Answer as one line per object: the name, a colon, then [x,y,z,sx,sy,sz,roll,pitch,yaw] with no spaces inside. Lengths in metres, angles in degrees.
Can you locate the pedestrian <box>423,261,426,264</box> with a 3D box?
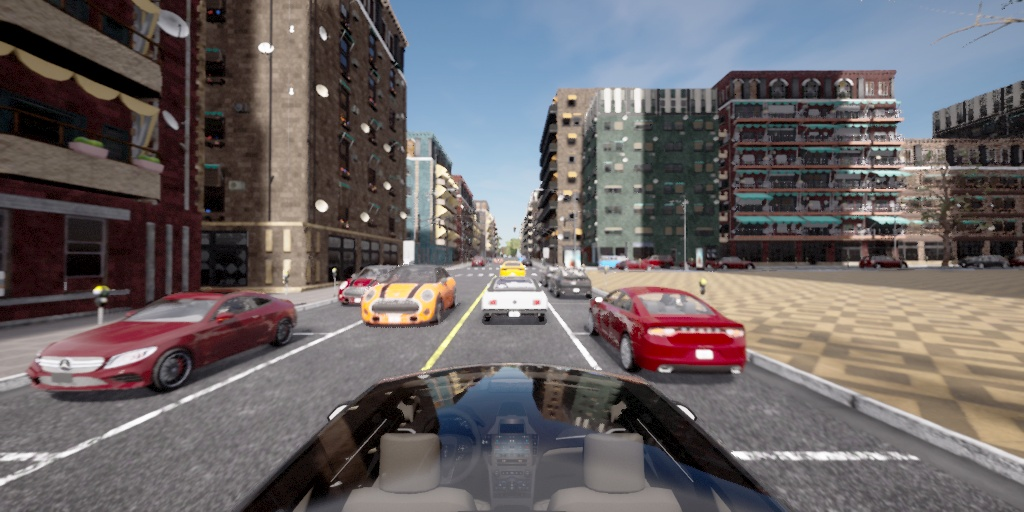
pedestrian: [-12.587,0.950,51.546,0.375,1.860,0.375,0,0,0]

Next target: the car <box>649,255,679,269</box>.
car: [19.244,0.833,48.396,5.009,1.841,2.192,0,0,0]

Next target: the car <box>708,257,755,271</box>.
car: [24.719,0.816,39.982,4.097,1.591,1.967,0,0,0]

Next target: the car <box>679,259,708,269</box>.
car: [24.771,1.020,48.362,4.507,1.381,1.888,0,0,0]

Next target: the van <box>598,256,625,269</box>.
van: [13.716,0.902,48.429,3.998,1.789,1.690,0,0,0]

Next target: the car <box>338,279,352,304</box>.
car: [-5.835,1.152,15.594,1.967,1.591,4.097,0,0,0]

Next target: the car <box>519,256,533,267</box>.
car: [2.621,1.153,61.602,1.948,1.339,4.313,0,0,0]

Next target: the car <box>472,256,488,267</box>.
car: [-5.759,0.903,61.632,2.192,1.841,5.009,0,0,0]

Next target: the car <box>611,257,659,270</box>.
car: [13.664,1.045,40.048,4.207,1.307,1.802,0,0,0]

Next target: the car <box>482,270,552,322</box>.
car: [0.081,1.321,12.207,1.895,1.301,4.718,0,0,0]

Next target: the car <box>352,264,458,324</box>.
car: [-3.108,1.074,11.725,2.097,1.767,4.553,0,0,0]

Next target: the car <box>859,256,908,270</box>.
car: [41.300,0.689,39.882,4.097,1.591,1.967,0,0,0]

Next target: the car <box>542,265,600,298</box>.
car: [2.803,1.255,17.840,2.007,1.370,4.403,0,0,0]

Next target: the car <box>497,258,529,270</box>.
car: [0.062,1.156,27.882,1.882,1.535,5.008,0,-1,0]

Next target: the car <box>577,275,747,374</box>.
car: [2.769,1.278,7.409,1.888,1.381,4.507,0,0,0]

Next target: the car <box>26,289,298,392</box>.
car: [-5.774,1.319,6.690,1.802,1.307,4.207,0,0,0]
